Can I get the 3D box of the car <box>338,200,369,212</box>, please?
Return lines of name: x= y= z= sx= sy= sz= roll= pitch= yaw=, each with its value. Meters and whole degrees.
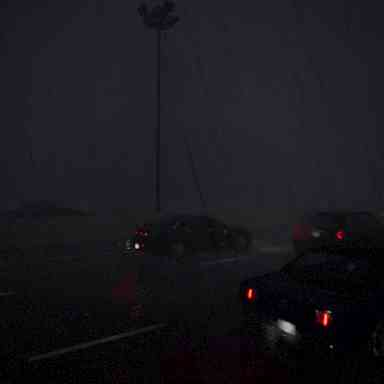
car: x=22.123 y=1.887 z=45.588 sx=4.181 sy=1.385 sz=1.994 roll=1 pitch=0 yaw=-35

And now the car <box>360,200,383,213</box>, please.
car: x=23.575 y=1.821 z=42.332 sx=4.892 sy=1.490 sz=1.837 roll=0 pitch=0 yaw=-35

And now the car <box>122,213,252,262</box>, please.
car: x=0.139 y=1.557 z=12.451 sx=4.892 sy=1.490 sz=1.837 roll=1 pitch=0 yaw=-36

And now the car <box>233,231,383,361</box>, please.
car: x=3.158 y=1.644 z=6.005 sx=4.718 sy=1.301 sz=1.895 roll=1 pitch=0 yaw=-36

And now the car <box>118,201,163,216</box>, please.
car: x=-5.339 y=1.678 z=34.592 sx=4.181 sy=1.385 sz=1.994 roll=1 pitch=0 yaw=-36

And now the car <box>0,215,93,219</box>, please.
car: x=-8.671 y=1.521 z=19.306 sx=4.902 sy=1.511 sz=2.128 roll=1 pitch=0 yaw=-36

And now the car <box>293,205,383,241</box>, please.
car: x=5.816 y=1.437 z=12.207 sx=4.553 sy=1.767 sz=2.097 roll=1 pitch=0 yaw=-36

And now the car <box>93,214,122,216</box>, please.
car: x=-7.569 y=1.601 z=28.683 sx=4.674 sy=1.442 sz=1.812 roll=1 pitch=0 yaw=-36
